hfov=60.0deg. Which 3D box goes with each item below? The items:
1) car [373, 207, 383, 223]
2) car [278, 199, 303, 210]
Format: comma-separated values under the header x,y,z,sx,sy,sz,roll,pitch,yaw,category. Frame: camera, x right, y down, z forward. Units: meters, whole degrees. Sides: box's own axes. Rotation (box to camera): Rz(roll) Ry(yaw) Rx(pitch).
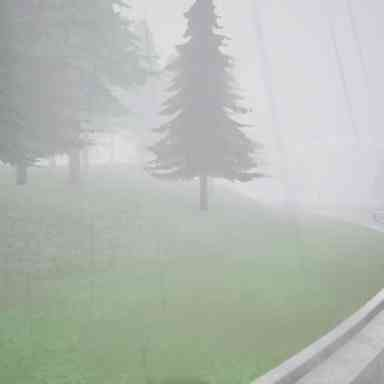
x,y,z,sx,sy,sz,roll,pitch,yaw,category
14.703,1.631,24.005,1.812,1.442,4.674,0,0,10,car
14.318,1.773,48.612,2.128,1.511,4.902,0,-1,-13,car
